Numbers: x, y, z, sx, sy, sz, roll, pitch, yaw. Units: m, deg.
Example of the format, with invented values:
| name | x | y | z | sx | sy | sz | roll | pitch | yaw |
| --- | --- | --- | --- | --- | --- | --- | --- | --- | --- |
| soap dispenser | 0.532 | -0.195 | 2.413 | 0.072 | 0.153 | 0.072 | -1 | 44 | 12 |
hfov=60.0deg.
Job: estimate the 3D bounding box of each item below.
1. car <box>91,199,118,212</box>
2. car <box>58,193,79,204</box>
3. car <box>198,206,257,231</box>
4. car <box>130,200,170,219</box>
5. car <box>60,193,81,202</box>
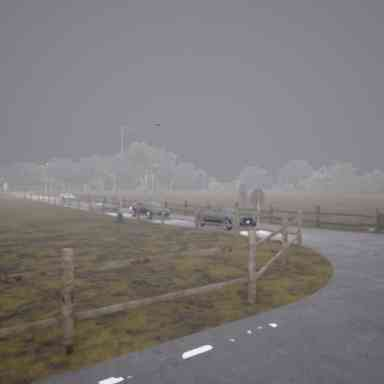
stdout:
| name | x | y | z | sx | sy | sz | roll | pitch | yaw |
| --- | --- | --- | --- | --- | --- | --- | --- | --- | --- |
| car | -9.933 | 1.491 | 37.560 | 1.895 | 1.301 | 4.718 | 1 | 0 | -35 |
| car | -18.695 | 0.924 | 49.920 | 1.812 | 1.442 | 4.674 | 1 | 1 | -36 |
| car | 2.076 | 1.564 | 20.844 | 1.994 | 1.385 | 4.181 | 1 | -1 | -35 |
| car | -3.704 | 1.496 | 28.900 | 1.837 | 1.490 | 4.892 | 1 | -1 | -36 |
| car | -21.425 | 0.977 | 58.619 | 2.033 | 1.411 | 5.357 | 1 | 1 | -37 |
